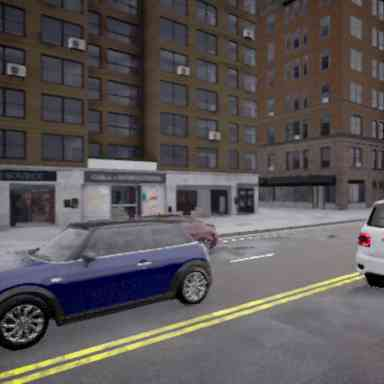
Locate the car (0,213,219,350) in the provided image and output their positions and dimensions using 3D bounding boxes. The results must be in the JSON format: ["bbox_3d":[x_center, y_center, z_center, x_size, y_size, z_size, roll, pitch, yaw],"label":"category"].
[{"bbox_3d":[-1.849,1.334,6.356,4.553,1.767,2.097,-1,0,-35],"label":"car"}]

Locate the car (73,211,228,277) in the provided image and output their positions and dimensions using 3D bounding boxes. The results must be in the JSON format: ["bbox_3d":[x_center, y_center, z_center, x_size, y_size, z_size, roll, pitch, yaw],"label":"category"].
[{"bbox_3d":[-1.206,1.479,10.806,4.674,1.442,1.812,-1,0,-35],"label":"car"}]

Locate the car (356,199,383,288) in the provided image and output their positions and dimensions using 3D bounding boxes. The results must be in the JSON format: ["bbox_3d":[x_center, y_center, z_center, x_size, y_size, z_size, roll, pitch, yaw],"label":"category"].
[{"bbox_3d":[6.085,1.134,7.776,5.566,2.045,2.150,-1,0,-35],"label":"car"}]
